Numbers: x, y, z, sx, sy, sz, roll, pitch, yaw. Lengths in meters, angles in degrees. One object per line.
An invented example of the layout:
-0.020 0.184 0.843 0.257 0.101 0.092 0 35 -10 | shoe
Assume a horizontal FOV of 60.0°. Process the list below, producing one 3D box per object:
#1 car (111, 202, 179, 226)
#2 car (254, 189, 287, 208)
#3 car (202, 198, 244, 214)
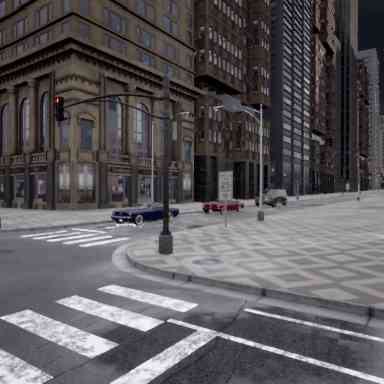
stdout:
-2.960 1.351 21.619 1.895 1.301 4.718 0 1 36 | car
9.295 0.691 38.795 2.150 2.045 5.566 0 1 36 | car
2.842 1.217 29.753 1.895 1.301 4.718 0 1 35 | car
